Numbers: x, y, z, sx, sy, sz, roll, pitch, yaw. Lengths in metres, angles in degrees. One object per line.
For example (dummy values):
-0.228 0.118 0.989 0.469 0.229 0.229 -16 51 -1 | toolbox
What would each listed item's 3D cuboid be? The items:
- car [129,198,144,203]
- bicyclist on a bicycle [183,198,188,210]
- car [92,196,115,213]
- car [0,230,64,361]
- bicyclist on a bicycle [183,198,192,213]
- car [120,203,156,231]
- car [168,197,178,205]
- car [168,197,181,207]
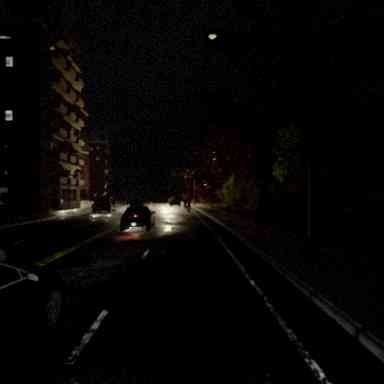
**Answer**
-8.643 1.818 51.886 2.097 1.767 4.553 0 0 -4 | car
-1.030 1.813 50.146 0.659 1.776 1.843 0 0 -4 | bicyclist on a bicycle
-11.277 1.606 42.787 2.150 2.045 5.566 0 0 -4 | car
-3.193 1.531 4.053 2.128 1.511 4.902 0 0 0 | car
-0.391 1.798 40.806 0.866 1.612 1.509 0 -1 -4 | bicyclist on a bicycle
-3.578 1.708 22.346 1.837 1.490 4.892 0 -1 -2 | car
-4.523 2.025 77.841 2.097 1.767 4.553 0 0 -7 | car
-3.257 2.056 65.884 1.882 1.535 5.008 0 0 -6 | car
